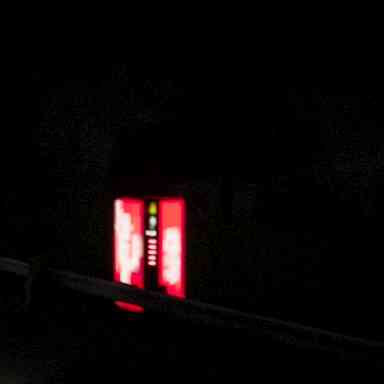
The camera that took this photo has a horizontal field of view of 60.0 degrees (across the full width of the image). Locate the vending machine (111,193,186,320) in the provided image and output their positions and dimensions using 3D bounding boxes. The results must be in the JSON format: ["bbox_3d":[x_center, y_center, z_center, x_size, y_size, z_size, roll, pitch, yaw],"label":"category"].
[{"bbox_3d":[-0.801,1.088,6.252,0.880,2.100,1.100,1,1,34],"label":"vending machine"}]

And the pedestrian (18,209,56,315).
[{"bbox_3d":[-2.720,1.160,5.851,0.375,1.860,0.375,1,1,34],"label":"pedestrian"}]
